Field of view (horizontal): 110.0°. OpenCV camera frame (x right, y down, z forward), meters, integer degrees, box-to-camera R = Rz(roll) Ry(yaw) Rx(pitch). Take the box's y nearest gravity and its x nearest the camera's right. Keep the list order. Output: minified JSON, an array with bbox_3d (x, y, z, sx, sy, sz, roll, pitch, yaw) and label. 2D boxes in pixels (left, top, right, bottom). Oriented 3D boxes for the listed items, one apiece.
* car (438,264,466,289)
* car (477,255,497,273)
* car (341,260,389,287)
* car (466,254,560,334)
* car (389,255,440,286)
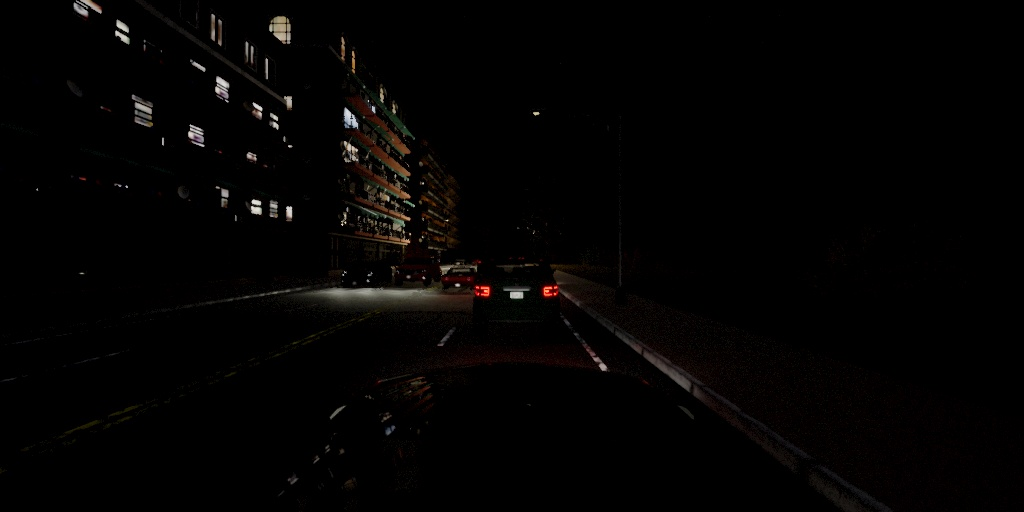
[{"bbox_3d":[-3.086,1.352,22.687,1.895,1.301,4.718,0,0,0],"label":"car"},{"bbox_3d":[-3.013,0.961,43.999,2.150,2.045,5.566,0,-1,0],"label":"car"},{"bbox_3d":[-9.782,1.104,24.513,2.097,1.767,4.553,0,0,0],"label":"car"},{"bbox_3d":[0.121,0.973,10.733,2.150,2.045,5.566,0,0,0],"label":"car"},{"bbox_3d":[-6.528,0.973,25.400,2.150,2.045,5.566,0,0,0],"label":"car"}]
